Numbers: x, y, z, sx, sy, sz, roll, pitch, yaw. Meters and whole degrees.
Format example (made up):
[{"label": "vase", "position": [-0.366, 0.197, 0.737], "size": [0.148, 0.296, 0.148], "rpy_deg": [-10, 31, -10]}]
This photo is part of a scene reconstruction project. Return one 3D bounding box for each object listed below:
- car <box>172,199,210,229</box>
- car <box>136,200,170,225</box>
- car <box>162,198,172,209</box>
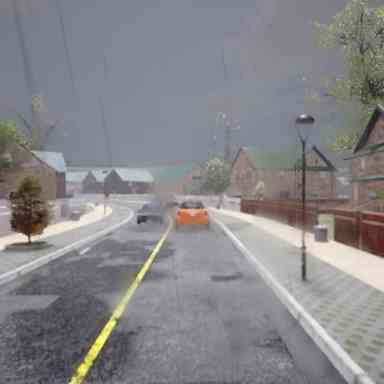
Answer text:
[{"label": "car", "position": [-0.033, 1.332, 21.673], "size": [2.097, 1.767, 4.553], "rpy_deg": [0, 0, -2]}, {"label": "car", "position": [-2.898, 1.522, 24.354], "size": [2.033, 1.411, 5.357], "rpy_deg": [0, 0, -3]}, {"label": "car", "position": [-3.076, 1.498, 41.608], "size": [2.033, 1.411, 5.357], "rpy_deg": [0, 0, -16]}]
